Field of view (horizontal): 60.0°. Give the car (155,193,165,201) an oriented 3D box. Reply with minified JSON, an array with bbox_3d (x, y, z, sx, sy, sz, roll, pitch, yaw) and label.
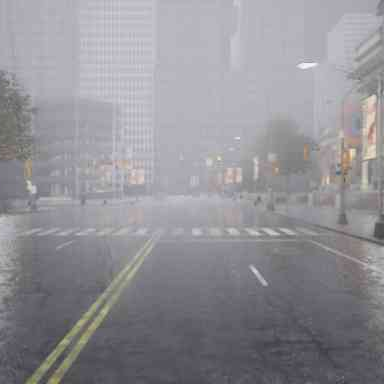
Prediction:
[{"bbox_3d":[-7.005,1.173,72.233,2.128,1.511,4.902,0,0,0],"label":"car"}]

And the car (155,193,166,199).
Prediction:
[{"bbox_3d":[-8.406,1.095,88.254,2.128,1.511,4.902,0,0,-14],"label":"car"}]
